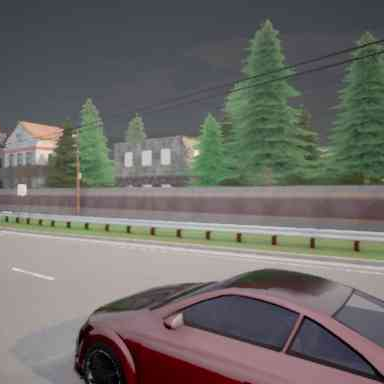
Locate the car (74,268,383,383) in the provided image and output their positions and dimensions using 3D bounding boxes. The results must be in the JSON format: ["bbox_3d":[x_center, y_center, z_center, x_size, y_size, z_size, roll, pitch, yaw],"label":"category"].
[{"bbox_3d":[0.663,1.564,3.520,4.181,1.385,1.994,0,0,36],"label":"car"}]
